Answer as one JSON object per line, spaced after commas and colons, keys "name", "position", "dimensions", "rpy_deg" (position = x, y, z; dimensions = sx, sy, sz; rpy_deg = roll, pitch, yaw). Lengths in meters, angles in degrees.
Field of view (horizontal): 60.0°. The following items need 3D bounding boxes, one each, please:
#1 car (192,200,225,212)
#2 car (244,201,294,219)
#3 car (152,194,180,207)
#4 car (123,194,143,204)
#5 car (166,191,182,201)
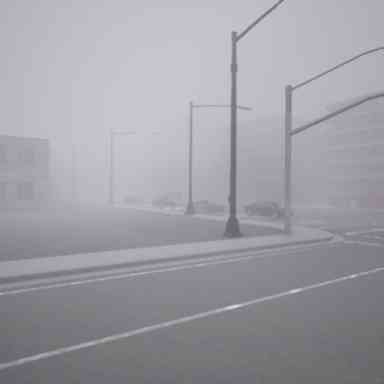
{"name": "car", "position": [1.698, 1.577, 38.160], "dimensions": [1.895, 1.301, 4.718], "rpy_deg": [1, 1, -34]}
{"name": "car", "position": [6.987, 1.588, 30.460], "dimensions": [1.882, 1.535, 5.008], "rpy_deg": [1, 0, -35]}
{"name": "car", "position": [-3.947, 1.368, 46.434], "dimensions": [1.994, 1.385, 4.181], "rpy_deg": [1, 1, -34]}
{"name": "car", "position": [-9.692, 1.118, 54.906], "dimensions": [2.128, 1.511, 4.902], "rpy_deg": [1, 1, -34]}
{"name": "car", "position": [-4.211, 0.828, 71.815], "dimensions": [2.150, 2.045, 5.566], "rpy_deg": [1, 0, -34]}
